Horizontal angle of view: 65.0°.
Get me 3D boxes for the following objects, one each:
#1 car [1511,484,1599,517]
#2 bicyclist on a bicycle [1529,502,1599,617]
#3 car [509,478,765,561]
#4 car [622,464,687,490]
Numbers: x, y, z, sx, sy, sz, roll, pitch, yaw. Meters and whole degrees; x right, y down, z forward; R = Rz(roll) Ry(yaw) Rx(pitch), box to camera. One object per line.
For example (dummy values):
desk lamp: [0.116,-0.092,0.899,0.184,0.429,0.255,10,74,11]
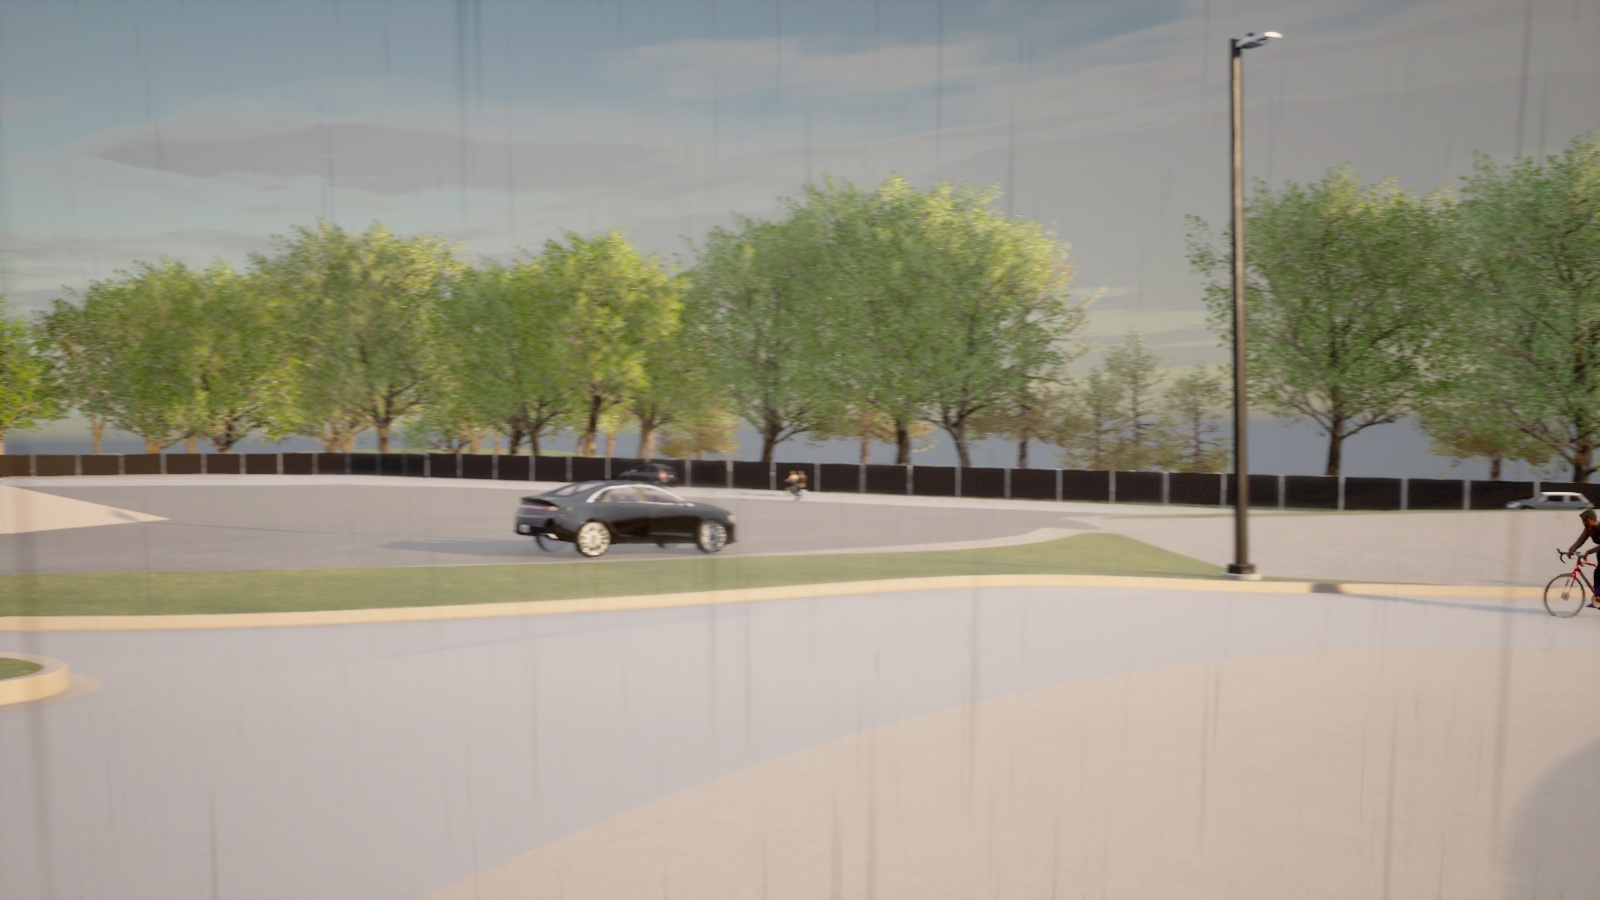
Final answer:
car: [38.848,2.583,64.493,3.806,1.475,1.970,0,2,22]
bicyclist on a bicycle: [11.765,1.618,18.555,1.656,1.620,0.582,2,1,-7]
car: [-3.332,1.397,26.229,4.902,1.511,2.128,2,-1,-40]
car: [-9.829,1.802,84.799,3.988,1.617,1.851,1,2,30]
